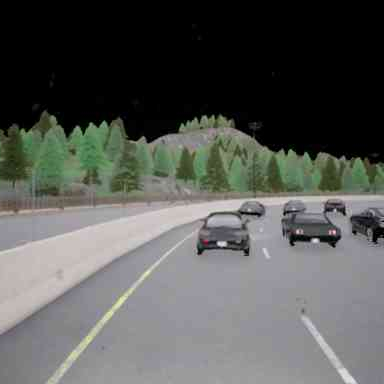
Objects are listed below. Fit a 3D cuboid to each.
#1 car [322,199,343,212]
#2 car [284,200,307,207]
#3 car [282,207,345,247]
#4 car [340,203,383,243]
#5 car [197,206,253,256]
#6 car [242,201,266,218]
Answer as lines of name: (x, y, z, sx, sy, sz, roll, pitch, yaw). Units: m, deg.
car: (14.013, 1.431, 32.711, 1.837, 1.490, 4.892, 0, 0, 22)
car: (9.824, 1.483, 31.589, 1.994, 1.385, 4.181, 0, 0, 21)
car: (5.120, 1.563, 14.923, 1.895, 1.301, 4.718, 0, 0, 10)
car: (8.835, 1.462, 15.581, 2.128, 1.511, 4.902, 0, 0, 10)
car: (1.286, 1.485, 12.946, 1.812, 1.442, 4.674, 0, 0, 8)
car: (5.461, 1.477, 29.791, 1.994, 1.385, 4.181, 0, 0, 19)
